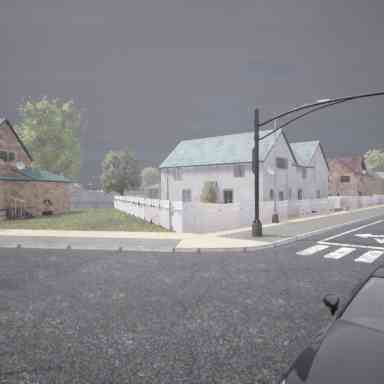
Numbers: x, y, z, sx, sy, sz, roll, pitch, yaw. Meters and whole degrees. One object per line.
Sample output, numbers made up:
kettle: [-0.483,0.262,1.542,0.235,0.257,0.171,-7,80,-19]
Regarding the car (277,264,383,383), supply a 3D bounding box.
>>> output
car: [2.551,1.524,3.451,1.812,1.442,4.674,0,0,42]
